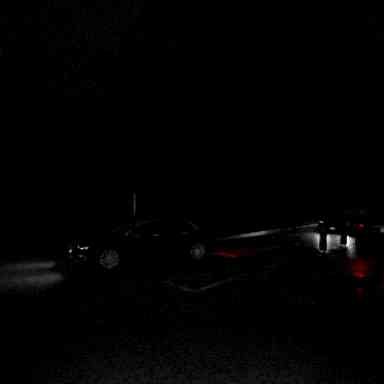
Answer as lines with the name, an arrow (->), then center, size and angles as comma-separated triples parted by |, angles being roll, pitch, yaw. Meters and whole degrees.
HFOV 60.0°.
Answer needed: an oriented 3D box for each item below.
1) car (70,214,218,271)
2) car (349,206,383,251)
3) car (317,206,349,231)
car -> -1.462, 1.531, 11.056 | 4.892, 1.490, 1.837 | 0, 0, -28
car -> 8.266, 1.372, 13.279 | 2.097, 1.767, 4.553 | 0, 0, 44
car -> 9.468, 1.565, 19.788 | 5.357, 1.411, 2.033 | 0, 0, -44
